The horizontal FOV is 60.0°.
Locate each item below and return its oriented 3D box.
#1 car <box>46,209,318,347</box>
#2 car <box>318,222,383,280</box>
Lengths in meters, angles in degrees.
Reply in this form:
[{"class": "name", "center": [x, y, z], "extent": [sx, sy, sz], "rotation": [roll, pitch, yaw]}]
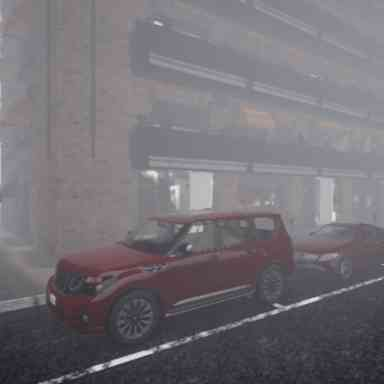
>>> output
[{"class": "car", "center": [-0.058, 1.307, 6.516], "extent": [5.009, 1.841, 2.192], "rotation": [0, 0, -36]}, {"class": "car", "center": [4.529, 1.560, 9.791], "extent": [4.206, 1.307, 1.802], "rotation": [0, 0, -36]}]
